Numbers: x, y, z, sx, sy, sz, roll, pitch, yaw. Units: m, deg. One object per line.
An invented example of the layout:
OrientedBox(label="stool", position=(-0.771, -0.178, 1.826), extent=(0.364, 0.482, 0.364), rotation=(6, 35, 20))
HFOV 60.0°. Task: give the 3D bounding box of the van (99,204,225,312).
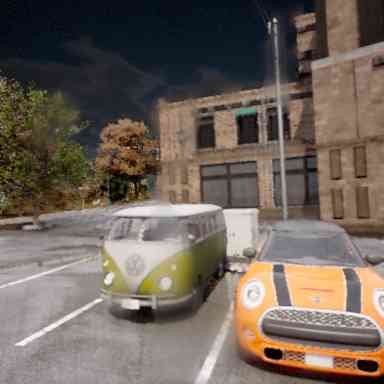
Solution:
OrientedBox(label="van", position=(-0.411, 1.284, 7.587), extent=(1.878, 1.987, 4.442), rotation=(0, -1, 16))

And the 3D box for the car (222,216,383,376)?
OrientedBox(label="car", position=(2.067, 1.373, 5.992), extent=(2.185, 1.767, 4.553), rotation=(0, -1, 16))
